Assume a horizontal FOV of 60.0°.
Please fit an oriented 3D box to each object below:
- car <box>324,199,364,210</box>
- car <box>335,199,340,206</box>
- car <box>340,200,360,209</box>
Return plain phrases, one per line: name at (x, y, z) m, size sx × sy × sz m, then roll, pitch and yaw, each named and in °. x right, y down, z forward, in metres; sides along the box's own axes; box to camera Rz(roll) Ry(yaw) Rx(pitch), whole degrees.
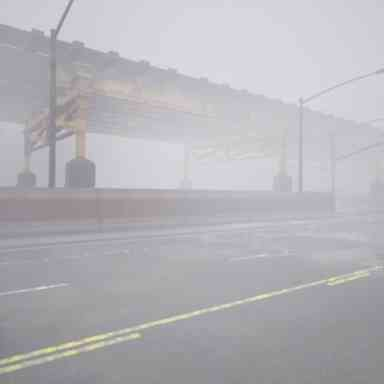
car at (22.372, 1.890, 48.996) m, size 4.974 × 1.542 × 2.038 m, roll 0°, pitch 0°, yaw -7°
car at (18.462, 1.840, 45.235) m, size 2.038 × 1.542 × 4.974 m, roll 0°, pitch 0°, yaw 18°
car at (22.321, 1.732, 48.990) m, size 4.536 × 1.218 × 1.853 m, roll 0°, pitch 0°, yaw -7°
